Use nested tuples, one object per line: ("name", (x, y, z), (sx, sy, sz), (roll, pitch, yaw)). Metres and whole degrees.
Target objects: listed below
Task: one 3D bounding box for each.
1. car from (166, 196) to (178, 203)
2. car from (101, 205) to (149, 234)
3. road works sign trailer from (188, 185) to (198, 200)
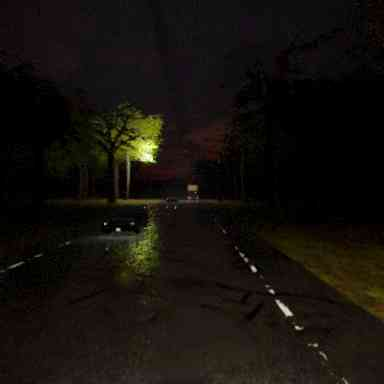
("car", (-3.544, 1.307, 59.376), (1.895, 1.301, 4.718), (0, 0, 1))
("car", (-3.603, 1.438, 18.900), (2.033, 1.411, 5.357), (0, 0, 0))
("road works sign trailer", (0.190, 0.104, 80.066), (2.380, 3.560, 2.880), (0, 0, -8))
